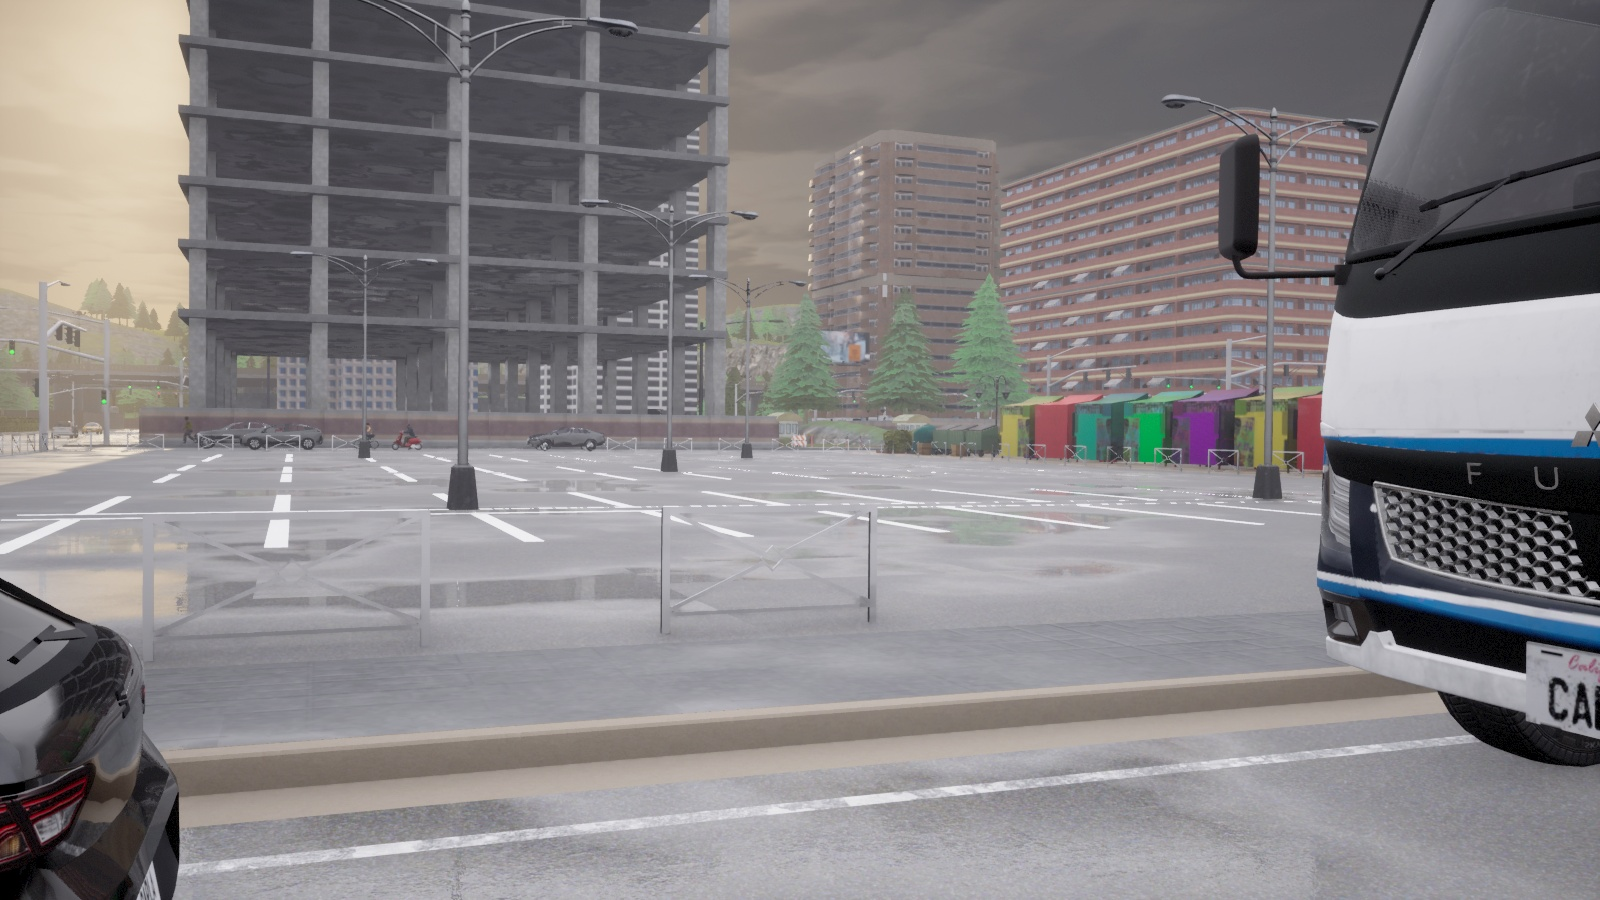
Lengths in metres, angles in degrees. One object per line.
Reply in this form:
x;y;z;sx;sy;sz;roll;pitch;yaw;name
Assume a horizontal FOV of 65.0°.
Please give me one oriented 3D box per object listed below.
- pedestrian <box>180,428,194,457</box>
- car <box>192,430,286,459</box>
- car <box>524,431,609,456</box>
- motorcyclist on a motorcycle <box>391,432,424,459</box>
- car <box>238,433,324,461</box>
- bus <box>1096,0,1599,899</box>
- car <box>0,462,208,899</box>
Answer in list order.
-38.260;-0.463;78.407;0.726;1.835;0.370;-1;1;-32;pedestrian
-33.451;-0.338;75.023;5.027;1.651;2.152;-1;1;-22;car
-14.696;-0.426;78.923;4.902;1.511;2.128;-1;1;-22;car
-23.535;-0.275;75.304;1.817;1.590;0.866;-1;1;-22;motorcyclist on a motorcycle
-29.989;-0.169;72.661;4.514;1.525;2.007;-1;1;-22;car
6.891;-0.747;5.803;10.273;4.253;3.944;-1;1;-20;bus
-3.322;0.815;1.970;4.193;1.474;1.816;-1;1;-21;car
